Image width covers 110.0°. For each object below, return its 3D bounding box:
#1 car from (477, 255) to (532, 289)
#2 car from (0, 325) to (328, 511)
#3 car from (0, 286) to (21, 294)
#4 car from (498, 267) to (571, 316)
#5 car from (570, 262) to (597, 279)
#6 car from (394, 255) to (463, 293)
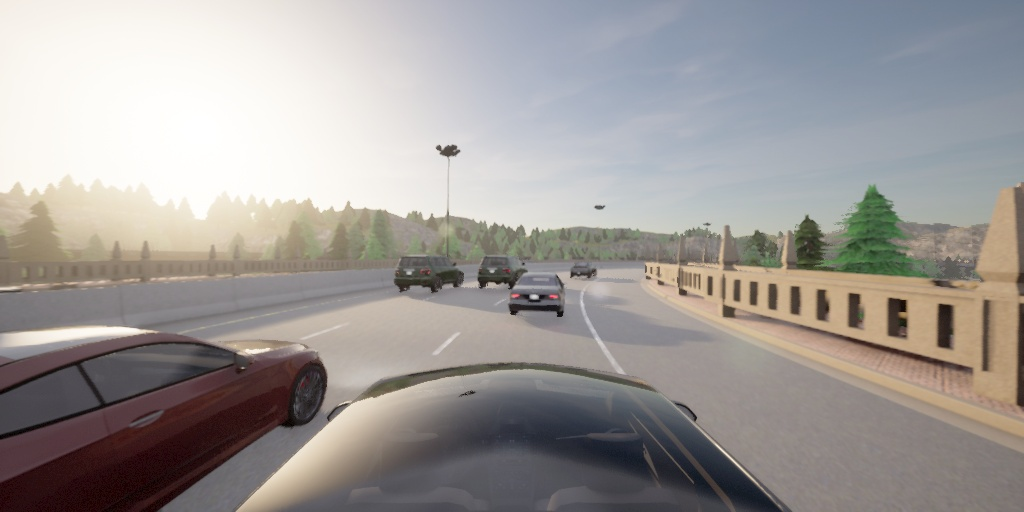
[{"bbox_3d":[-0.488,0.983,23.164,2.150,2.045,5.566,0,0,14],"label":"car"},{"bbox_3d":[-3.297,1.255,2.677,1.812,1.442,4.674,0,0,1],"label":"car"},{"bbox_3d":[-13.767,1.147,7.196,1.882,1.535,5.008,0,0,4],"label":"car"},{"bbox_3d":[1.055,1.302,13.424,2.033,1.411,5.357,0,0,9],"label":"car"},{"bbox_3d":[6.748,1.306,33.554,2.128,1.511,4.902,0,0,22],"label":"car"},{"bbox_3d":[-4.651,0.960,20.781,2.150,2.045,5.566,0,0,12],"label":"car"}]
